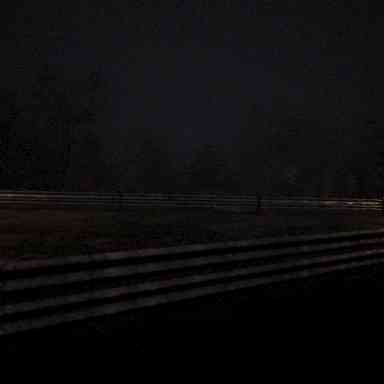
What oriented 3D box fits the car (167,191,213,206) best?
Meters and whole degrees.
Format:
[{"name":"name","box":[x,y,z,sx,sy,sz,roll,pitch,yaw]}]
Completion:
[{"name":"car","box":[-0.295,0.724,36.711,4.892,1.490,1.837,2,0,-8]}]

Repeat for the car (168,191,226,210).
[{"name":"car","box":[0.602,0.733,29.770,4.892,1.490,1.837,2,0,-8]}]
